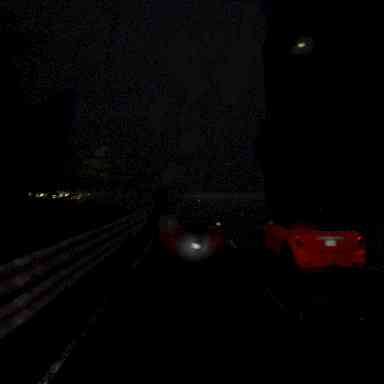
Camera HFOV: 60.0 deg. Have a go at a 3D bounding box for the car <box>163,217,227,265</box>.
[{"bbox_3d":[0.096,1.545,11.620,1.994,1.385,4.181,0,0,0],"label":"car"}]

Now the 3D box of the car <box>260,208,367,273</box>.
[{"bbox_3d":[3.593,1.334,10.721,2.097,1.767,4.553,0,0,0],"label":"car"}]

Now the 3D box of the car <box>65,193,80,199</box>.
[{"bbox_3d":[-26.905,0.921,75.075,4.674,1.442,1.812,1,1,44],"label":"car"}]

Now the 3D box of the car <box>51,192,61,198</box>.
[{"bbox_3d":[-34.022,0.619,82.442,2.128,1.511,4.902,0,2,-39],"label":"car"}]
